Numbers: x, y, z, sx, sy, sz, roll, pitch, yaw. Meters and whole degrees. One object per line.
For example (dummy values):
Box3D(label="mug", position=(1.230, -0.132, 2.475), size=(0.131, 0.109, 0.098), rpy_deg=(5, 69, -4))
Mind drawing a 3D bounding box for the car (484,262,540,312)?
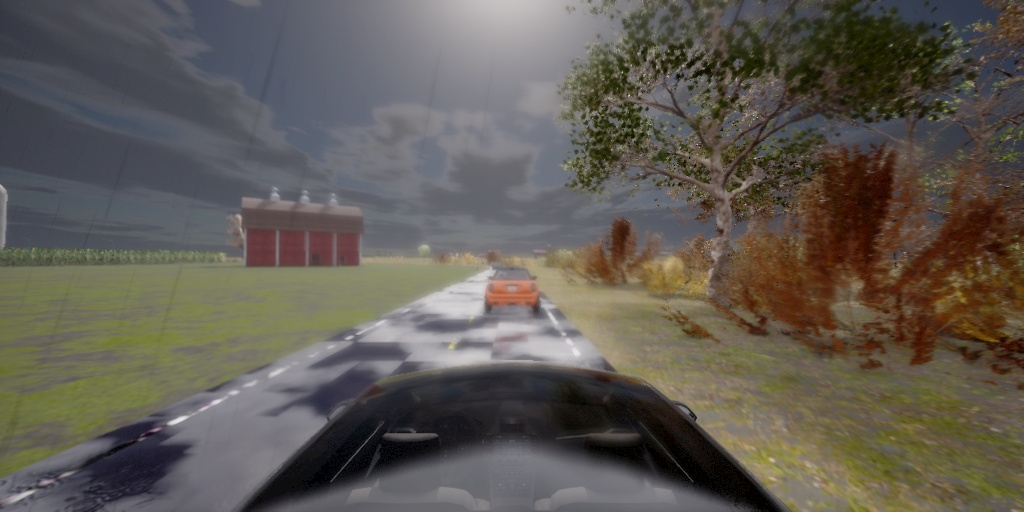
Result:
Box3D(label="car", position=(0.025, 1.246, 15.280), size=(2.097, 1.767, 4.553), rpy_deg=(0, -1, 0))
